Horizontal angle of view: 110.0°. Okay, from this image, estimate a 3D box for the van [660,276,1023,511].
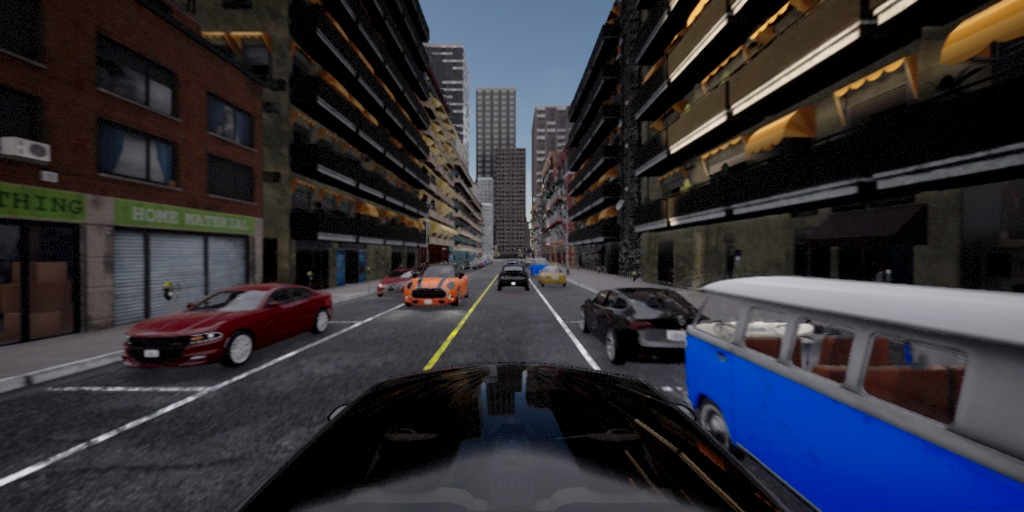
[{"bbox_3d":[2.689,1.091,2.379,1.690,1.789,3.998,0,0,0],"label":"van"}]

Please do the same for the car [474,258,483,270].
[{"bbox_3d":[-5.702,1.362,52.100,1.948,1.339,4.313,0,0,0],"label":"car"}]

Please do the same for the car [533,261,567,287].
[{"bbox_3d":[2.684,1.293,24.642,1.751,1.417,4.829,0,0,0],"label":"car"}]

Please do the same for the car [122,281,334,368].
[{"bbox_3d":[-5.694,1.299,7.913,1.888,1.381,4.507,0,0,0],"label":"car"}]

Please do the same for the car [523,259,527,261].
[{"bbox_3d":[2.677,1.353,57.612,2.007,1.370,4.403,0,0,0],"label":"car"}]

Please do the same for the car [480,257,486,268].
[{"bbox_3d":[-5.703,1.347,57.624,1.888,1.381,4.507,0,0,0],"label":"car"}]

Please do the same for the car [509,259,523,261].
[{"bbox_3d":[0.091,1.295,47.332,1.837,1.490,4.892,0,0,0],"label":"car"}]

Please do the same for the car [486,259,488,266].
[{"bbox_3d":[-5.705,1.354,63.148,1.888,1.381,4.507,0,0,0],"label":"car"}]

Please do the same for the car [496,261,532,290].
[{"bbox_3d":[0.084,1.273,22.548,1.837,1.490,4.892,0,1,0],"label":"car"}]

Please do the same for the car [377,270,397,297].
[{"bbox_3d":[-5.696,1.344,18.960,1.802,1.307,4.207,0,0,0],"label":"car"}]

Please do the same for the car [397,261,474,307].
[{"bbox_3d":[-3.086,1.112,15.504,2.097,1.767,4.553,0,0,0],"label":"car"}]

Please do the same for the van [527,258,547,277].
[{"bbox_3d":[2.682,1.119,35.520,1.690,1.789,3.998,0,0,0],"label":"van"}]

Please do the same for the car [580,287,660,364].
[{"bbox_3d":[2.688,1.320,7.903,1.948,1.339,4.313,0,0,0],"label":"car"}]
